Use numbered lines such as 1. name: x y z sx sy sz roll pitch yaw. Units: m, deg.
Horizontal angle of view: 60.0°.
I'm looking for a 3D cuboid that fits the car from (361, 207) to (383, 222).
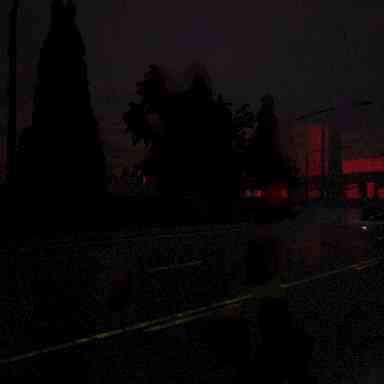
1. car: 18.611 2.251 34.183 1.812 1.442 4.674 0 -1 32
